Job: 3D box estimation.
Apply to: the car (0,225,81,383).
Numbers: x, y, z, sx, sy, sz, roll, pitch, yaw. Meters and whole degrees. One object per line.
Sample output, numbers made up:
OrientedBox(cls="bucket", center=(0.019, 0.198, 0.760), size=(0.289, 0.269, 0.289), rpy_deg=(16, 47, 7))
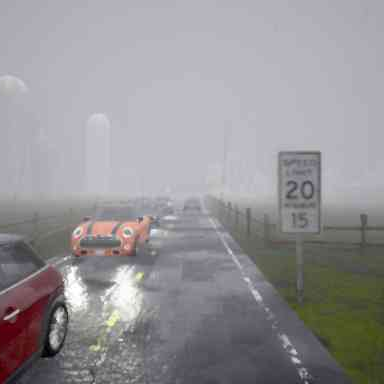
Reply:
OrientedBox(cls="car", center=(-2.859, 1.331, 2.913), size=(2.097, 1.767, 4.553), rpy_deg=(0, 0, 1))

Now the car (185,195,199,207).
OrientedBox(cls="car", center=(0.055, 1.200, 47.099), size=(1.837, 1.490, 4.892), rpy_deg=(0, 1, 1))

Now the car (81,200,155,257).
OrientedBox(cls="car", center=(-2.829, 1.266, 12.489), size=(2.097, 1.767, 4.553), rpy_deg=(0, 0, 0))

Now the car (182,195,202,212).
OrientedBox(cls="car", center=(0.027, 1.263, 34.642), size=(2.128, 1.511, 4.902), rpy_deg=(0, 0, 0))

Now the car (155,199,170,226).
OrientedBox(cls="car", center=(-2.826, 1.398, 22.060), size=(2.033, 1.411, 5.357), rpy_deg=(0, 0, 0))

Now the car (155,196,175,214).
OrientedBox(cls="car", center=(-2.788, 1.139, 31.893), size=(2.097, 1.767, 4.553), rpy_deg=(0, 0, 0))
